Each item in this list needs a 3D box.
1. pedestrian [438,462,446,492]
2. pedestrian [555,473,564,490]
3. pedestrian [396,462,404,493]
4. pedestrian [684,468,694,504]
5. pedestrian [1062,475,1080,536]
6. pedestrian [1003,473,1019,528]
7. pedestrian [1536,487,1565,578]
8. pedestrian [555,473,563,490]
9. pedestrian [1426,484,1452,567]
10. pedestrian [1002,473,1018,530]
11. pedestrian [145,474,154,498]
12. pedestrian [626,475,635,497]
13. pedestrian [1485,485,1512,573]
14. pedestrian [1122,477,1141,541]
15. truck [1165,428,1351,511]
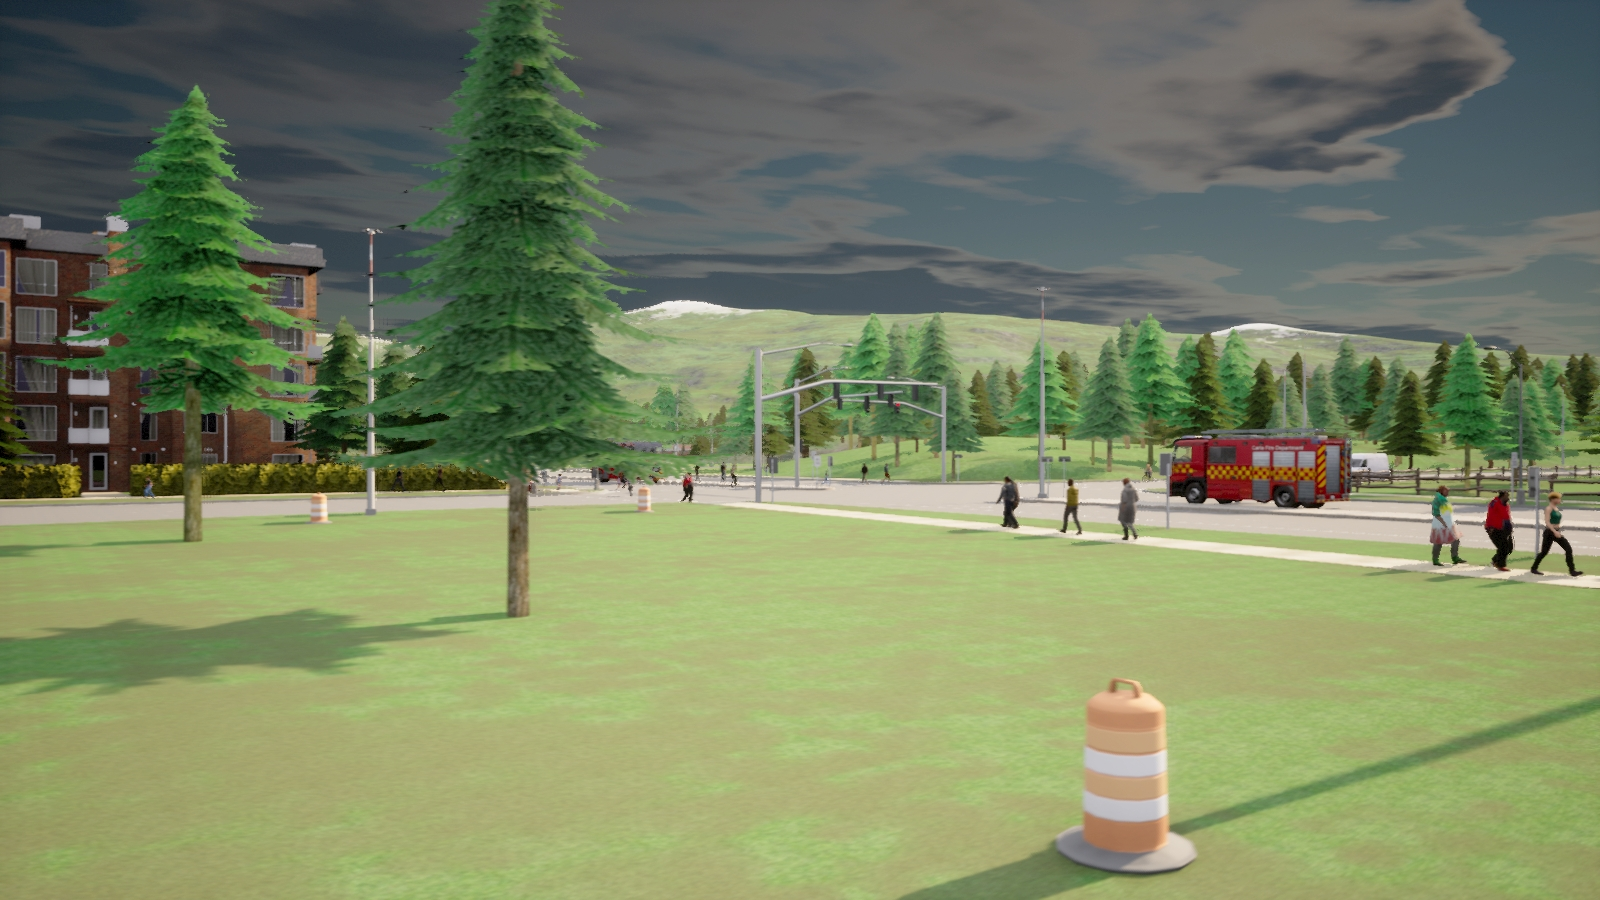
[{"bbox_3d":[-22.602,1.706,72.148,0.375,1.860,0.375,0,0,-35],"label":"pedestrian"},{"bbox_3d":[-15.961,2.087,75.894,0.500,1.100,0.500,0,0,-25],"label":"pedestrian"},{"bbox_3d":[-24.748,1.705,70.640,0.375,1.860,0.375,0,0,-34],"label":"pedestrian"},{"bbox_3d":[-5.776,1.861,59.325,0.375,1.860,0.375,0,0,38],"label":"pedestrian"},{"bbox_3d":[8.415,1.707,35.473,0.375,1.860,0.375,0,0,-28],"label":"pedestrian"},{"bbox_3d":[7.169,1.708,38.841,0.375,1.860,0.375,0,0,-28],"label":"pedestrian"},{"bbox_3d":[15.685,1.707,23.872,0.375,1.860,0.375,0,0,-26],"label":"pedestrian"},{"bbox_3d":[-15.873,2.089,75.295,0.500,1.100,0.500,0,0,-8],"label":"pedestrian"},{"bbox_3d":[14.560,1.708,26.014,0.375,1.860,0.375,0,0,-29],"label":"pedestrian"},{"bbox_3d":[6.992,1.708,38.054,0.375,1.860,0.375,0,0,-31],"label":"pedestrian"},{"bbox_3d":[-35.880,1.980,63.019,0.375,1.300,0.375,0,0,-36],"label":"pedestrian"},{"bbox_3d":[-10.172,2.142,68.634,0.375,1.300,0.375,0,0,-41],"label":"pedestrian"},{"bbox_3d":[15.182,1.707,24.832,0.375,1.860,0.375,0,0,-29],"label":"pedestrian"},{"bbox_3d":[9.634,1.707,33.240,0.375,1.860,0.375,0,0,-29],"label":"pedestrian"},{"bbox_3d":[22.649,0.911,57.041,2.891,3.827,8.468,0,0,-34],"label":"truck"}]
